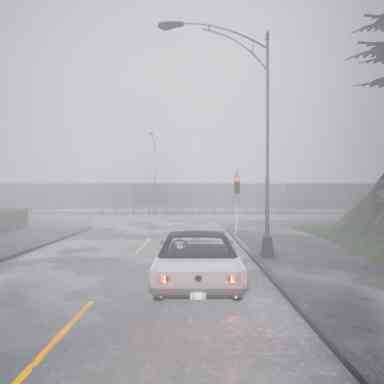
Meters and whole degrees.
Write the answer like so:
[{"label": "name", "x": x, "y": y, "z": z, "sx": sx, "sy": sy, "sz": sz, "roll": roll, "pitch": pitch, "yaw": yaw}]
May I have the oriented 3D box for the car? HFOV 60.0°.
[{"label": "car", "x": 0.118, "y": 1.600, "z": 8.256, "sx": 1.895, "sy": 1.301, "sz": 4.718, "roll": 0, "pitch": 0, "yaw": 0}]
